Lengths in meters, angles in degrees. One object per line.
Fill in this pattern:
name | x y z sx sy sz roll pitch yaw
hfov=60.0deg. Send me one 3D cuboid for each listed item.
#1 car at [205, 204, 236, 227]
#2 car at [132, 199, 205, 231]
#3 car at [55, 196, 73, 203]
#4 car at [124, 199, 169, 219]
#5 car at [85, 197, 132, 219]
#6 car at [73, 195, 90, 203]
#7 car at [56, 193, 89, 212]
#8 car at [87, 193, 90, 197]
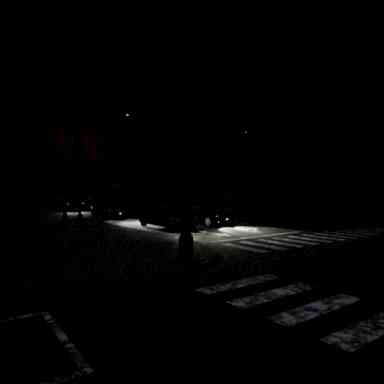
car | 1.081 1.536 22.671 1.994 1.385 4.181 0 0 -35
car | -1.606 1.454 20.827 1.882 1.535 5.008 0 0 -36
car | -25.110 1.438 65.038 2.033 1.411 5.357 0 0 -36
car | -4.218 1.436 30.040 1.882 1.535 5.008 0 0 -36
car | -7.146 1.453 28.546 2.128 1.511 4.902 0 0 -36
car | -22.060 1.365 66.366 1.882 1.535 5.008 0 0 -36
car | -13.780 1.297 37.808 2.097 1.767 4.553 0 0 -36
car | -18.976 1.130 56.487 2.150 2.045 5.566 0 0 -35
